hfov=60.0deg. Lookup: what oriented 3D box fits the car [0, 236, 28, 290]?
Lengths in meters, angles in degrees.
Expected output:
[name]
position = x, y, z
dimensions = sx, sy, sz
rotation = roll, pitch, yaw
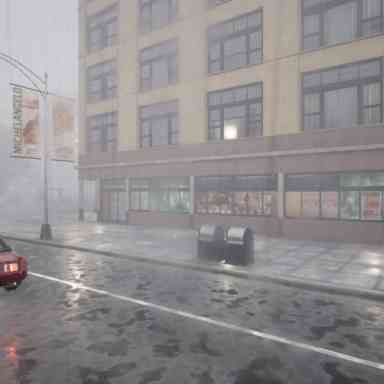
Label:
[car]
position = -5.678, 1.601, 8.136
dimensions = 1.895, 1.301, 4.718
rotation = 0, 0, -42
